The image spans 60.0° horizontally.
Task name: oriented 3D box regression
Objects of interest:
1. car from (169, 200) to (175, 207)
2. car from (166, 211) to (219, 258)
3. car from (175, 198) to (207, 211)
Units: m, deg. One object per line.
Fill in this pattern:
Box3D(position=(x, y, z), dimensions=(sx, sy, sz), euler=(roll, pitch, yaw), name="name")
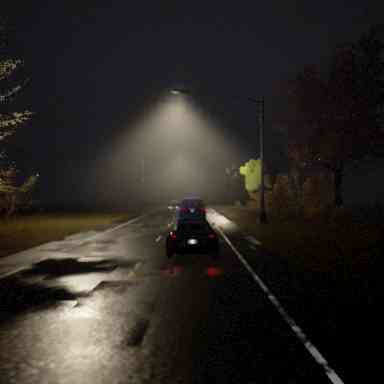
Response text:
Box3D(position=(-3.460, 2.171, 64.577), dimensions=(2.033, 1.411, 5.357), euler=(0, -1, 1), name="car")
Box3D(position=(0.030, 1.700, 13.475), dimensions=(1.994, 1.385, 4.181), euler=(0, 0, 0), name="car")
Box3D(position=(0.032, 1.499, 27.570), dimensions=(2.150, 2.045, 5.566), euler=(0, 0, 0), name="car")
